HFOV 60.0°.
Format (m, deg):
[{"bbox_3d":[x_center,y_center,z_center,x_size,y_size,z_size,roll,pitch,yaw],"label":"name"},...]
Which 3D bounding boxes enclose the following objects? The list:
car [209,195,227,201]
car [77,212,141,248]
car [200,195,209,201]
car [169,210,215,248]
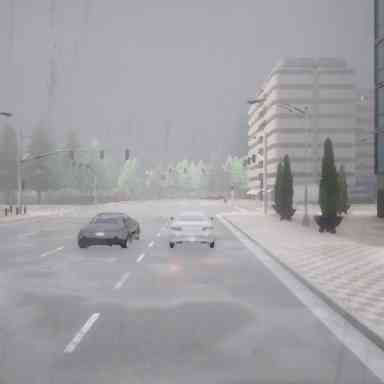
[{"bbox_3d":[7.188,1.484,86.466,1.812,1.442,4.674,0,0,38],"label":"car"},{"bbox_3d":[-3.500,1.570,14.650,1.994,1.385,4.181,0,0,0],"label":"car"},{"bbox_3d":[4.300,1.526,88.462,2.033,1.411,5.357,0,0,38],"label":"car"},{"bbox_3d":[0.000,1.531,14.650,1.812,1.442,4.674,0,0,0],"label":"car"}]
